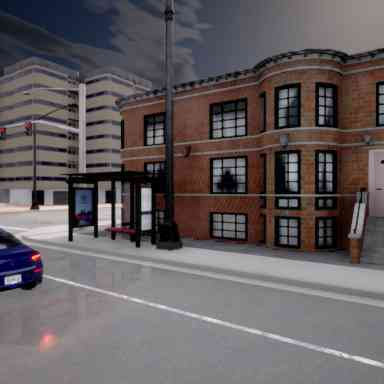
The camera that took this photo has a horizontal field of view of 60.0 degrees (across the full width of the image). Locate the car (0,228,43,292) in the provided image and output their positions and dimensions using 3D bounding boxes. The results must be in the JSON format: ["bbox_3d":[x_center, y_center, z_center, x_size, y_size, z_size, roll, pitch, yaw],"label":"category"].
[{"bbox_3d":[-5.289,1.508,7.718,4.674,1.442,1.812,0,0,36],"label":"car"}]
